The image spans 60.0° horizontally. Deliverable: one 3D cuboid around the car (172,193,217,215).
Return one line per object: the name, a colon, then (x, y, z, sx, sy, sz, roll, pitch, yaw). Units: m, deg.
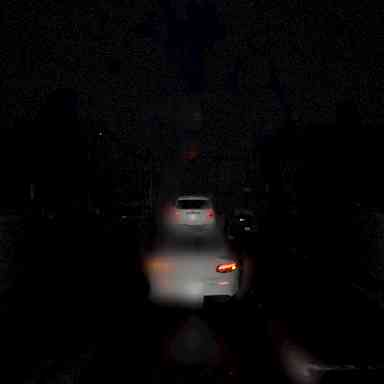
car: (0.092, 1.217, 17.925, 2.150, 2.045, 5.566, 0, 0, 1)

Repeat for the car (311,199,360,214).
car: (14.264, 1.406, 33.140, 4.674, 1.442, 1.812, -1, 1, -1)

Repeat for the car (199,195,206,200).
car: (2.945, 1.571, 94.986, 2.008, 1.369, 4.403, -1, 0, 0)

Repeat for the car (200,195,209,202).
car: (2.886, 1.454, 78.389, 1.967, 1.590, 4.097, -1, 0, 0)

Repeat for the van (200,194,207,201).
van: (2.903, 1.357, 83.921, 1.690, 1.788, 3.998, -1, 0, 0)

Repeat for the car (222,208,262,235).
car: (2.683, 1.546, 18.281, 2.008, 1.369, 4.403, -1, 0, 0)

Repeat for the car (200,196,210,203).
car: (2.869, 1.556, 72.856, 1.887, 1.381, 4.507, -1, 0, 0)

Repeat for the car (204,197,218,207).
car: (2.794, 1.547, 50.726, 1.887, 1.381, 4.507, -1, 0, 0)

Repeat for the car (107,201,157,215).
car: (-5.984, 1.606, 33.229, 4.718, 1.301, 1.895, 0, 1, 0)

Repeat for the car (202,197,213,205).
car: (2.832, 1.589, 61.791, 1.802, 1.307, 4.206, -1, 0, 0)

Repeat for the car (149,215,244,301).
car: (0.082, 1.523, 8.175, 1.812, 1.442, 4.674, 0, 0, 1)

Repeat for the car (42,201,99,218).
car: (-11.036, 1.593, 30.279, 4.902, 1.511, 2.128, 0, 1, 0)
